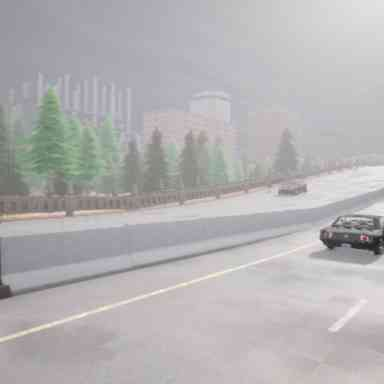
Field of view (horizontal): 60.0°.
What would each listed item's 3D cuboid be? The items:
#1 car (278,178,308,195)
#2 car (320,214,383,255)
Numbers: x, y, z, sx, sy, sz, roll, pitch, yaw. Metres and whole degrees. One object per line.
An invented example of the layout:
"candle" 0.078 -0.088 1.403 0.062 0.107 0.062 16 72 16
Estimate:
"car" 12.318 -0.658 40.653 2.097 1.767 4.553 1 8 42
"car" 6.851 1.534 13.272 1.895 1.301 4.718 1 2 41
